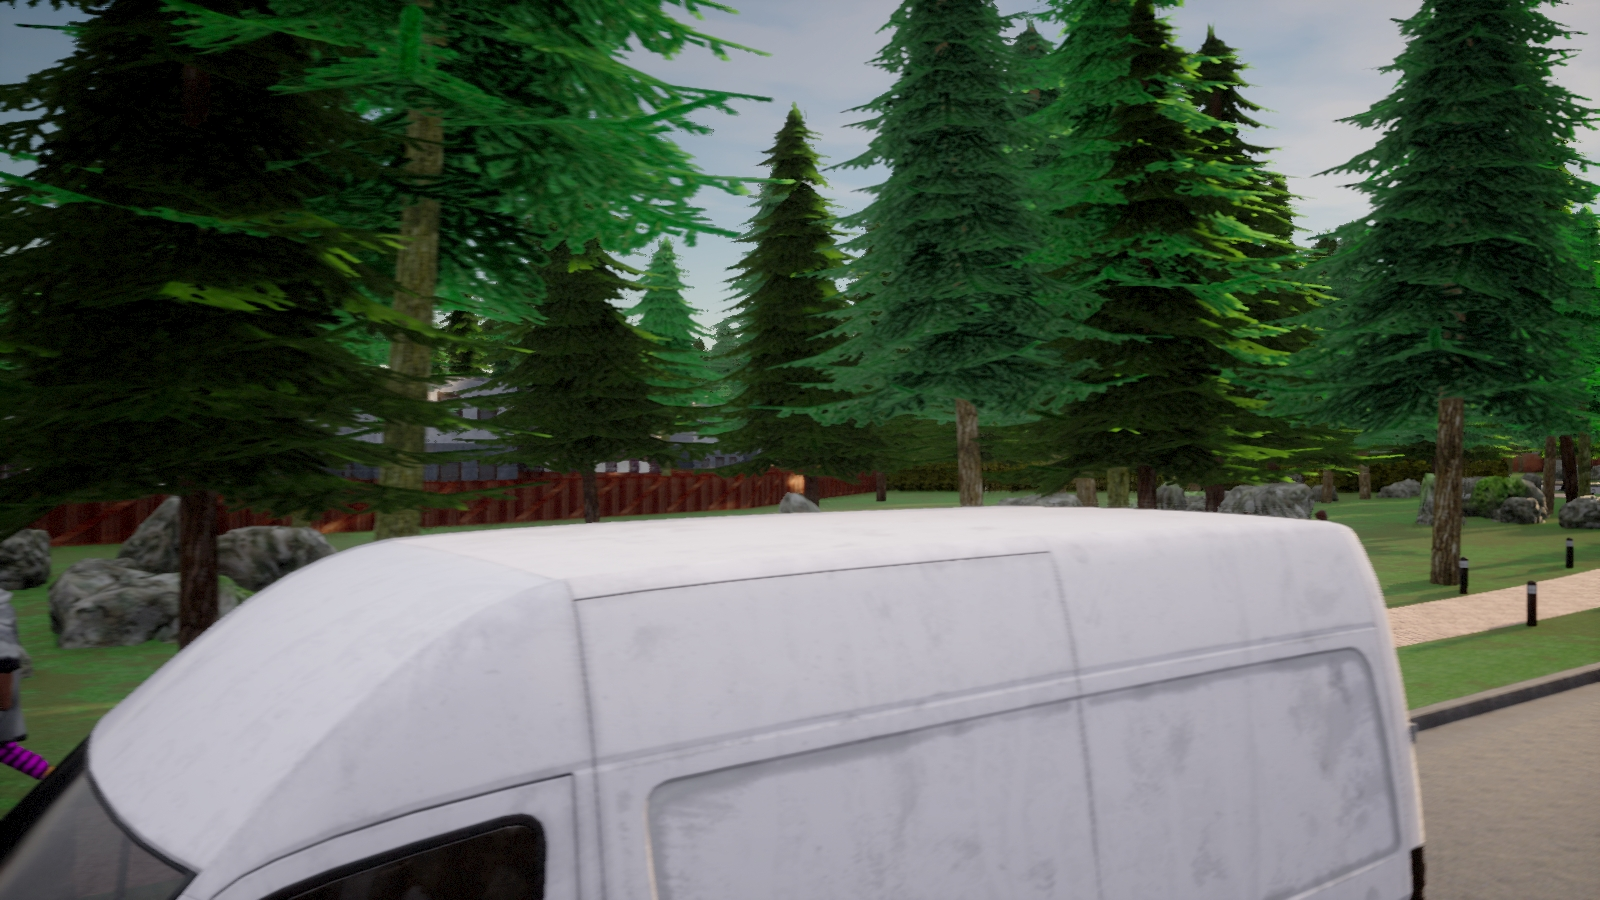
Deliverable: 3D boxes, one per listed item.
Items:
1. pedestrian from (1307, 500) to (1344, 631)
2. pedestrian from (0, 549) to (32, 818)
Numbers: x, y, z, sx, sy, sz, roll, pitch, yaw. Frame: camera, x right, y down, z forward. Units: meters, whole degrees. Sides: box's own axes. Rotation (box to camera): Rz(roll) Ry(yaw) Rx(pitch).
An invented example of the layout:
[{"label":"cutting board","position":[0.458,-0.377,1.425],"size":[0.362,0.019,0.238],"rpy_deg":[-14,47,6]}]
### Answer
[{"label":"pedestrian","position":[7.630,1.662,16.586],"size":[0.375,1.860,0.375],"rpy_deg":[0,0,-44]},{"label":"pedestrian","position":[-5.752,1.664,8.219],"size":[0.375,1.860,0.375],"rpy_deg":[0,0,-35]}]
